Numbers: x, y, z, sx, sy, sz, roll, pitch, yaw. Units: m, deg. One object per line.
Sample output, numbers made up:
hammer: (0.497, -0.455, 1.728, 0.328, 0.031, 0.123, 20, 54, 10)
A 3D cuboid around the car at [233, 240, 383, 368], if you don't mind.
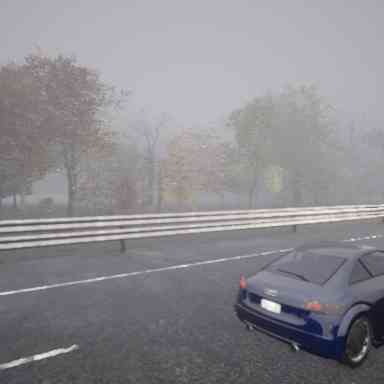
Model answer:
car: (2.735, 1.571, 5.824, 4.181, 1.385, 1.994, 0, 0, -36)
